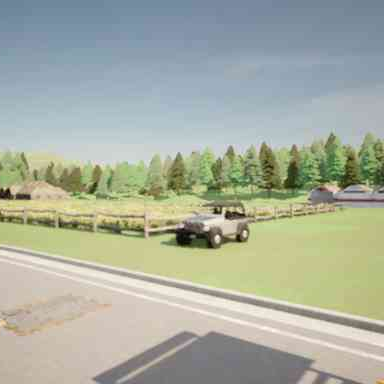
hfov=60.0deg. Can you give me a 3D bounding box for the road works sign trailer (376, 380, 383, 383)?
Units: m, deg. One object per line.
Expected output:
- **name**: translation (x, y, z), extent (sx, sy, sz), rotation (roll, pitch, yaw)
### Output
- **road works sign trailer**: translation (2.873, 0.501, 2.244), extent (2.880, 3.560, 2.380), rotation (0, -1, 37)

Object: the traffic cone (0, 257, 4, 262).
- **traffic cone**: translation (-6.608, 2.051, 11.257), extent (0.340, 0.580, 0.340), rotation (0, -1, 37)

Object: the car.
- **car**: translation (1.044, 1.373, 14.779), extent (1.905, 1.878, 3.866), rotation (0, -1, 37)
